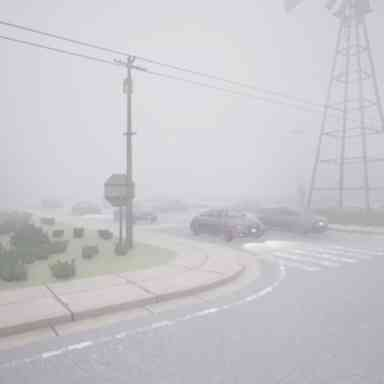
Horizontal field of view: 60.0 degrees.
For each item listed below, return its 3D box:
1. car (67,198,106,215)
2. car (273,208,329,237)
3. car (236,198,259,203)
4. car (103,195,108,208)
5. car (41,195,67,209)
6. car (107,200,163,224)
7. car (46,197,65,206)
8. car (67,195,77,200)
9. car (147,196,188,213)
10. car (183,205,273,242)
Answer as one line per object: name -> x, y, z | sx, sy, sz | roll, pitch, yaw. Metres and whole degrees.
car -> -10.571, 1.553, 33.283 | 1.994, 1.385, 4.181 | 0, 0, -37
car -> 5.234, 1.550, 18.179 | 1.994, 1.385, 4.181 | 0, 0, -36
car -> 7.311, 1.490, 44.482 | 3.905, 1.438, 1.784 | 0, 0, -36
car -> -10.789, 1.295, 46.459 | 3.866, 1.878, 1.905 | 0, 0, -36
car -> -18.666, 1.467, 44.298 | 1.882, 1.535, 5.008 | 0, 0, -36
car -> -4.372, 1.515, 24.942 | 1.812, 1.442, 4.674 | 0, 0, -37
car -> -23.245, 1.550, 56.585 | 1.994, 1.385, 4.181 | 0, 0, -37
car -> -25.091, 1.463, 65.987 | 4.611, 1.667, 2.242 | 0, 0, -36
car -> -2.363, 1.487, 35.918 | 4.193, 1.474, 1.816 | 0, 0, -36
car -> 1.665, 1.554, 16.577 | 1.994, 1.385, 4.181 | 0, 0, -34
